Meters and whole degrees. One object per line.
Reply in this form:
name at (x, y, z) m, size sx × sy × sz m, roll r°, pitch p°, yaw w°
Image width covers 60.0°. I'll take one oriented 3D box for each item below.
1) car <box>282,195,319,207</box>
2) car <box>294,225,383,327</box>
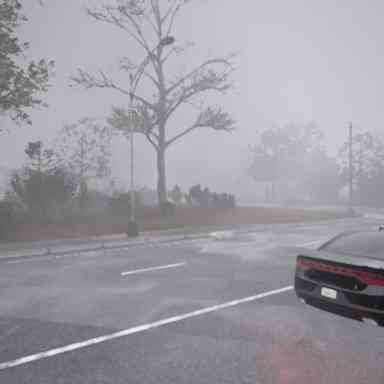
car at (13.281, 1.091, 40.993) m, size 1.837 × 1.490 × 4.892 m, roll -1°, pitch 0°, yaw -28°
car at (4.164, 1.390, 6.589) m, size 5.008 × 1.535 × 1.882 m, roll -1°, pitch 0°, yaw -35°
